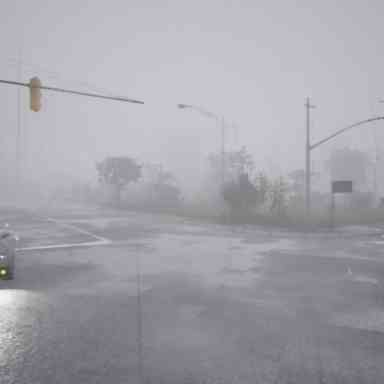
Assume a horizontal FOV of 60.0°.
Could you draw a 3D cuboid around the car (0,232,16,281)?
[{"bbox_3d":[-6.083,1.570,9.108,1.994,1.385,4.181,0,0,-32],"label":"car"}]
